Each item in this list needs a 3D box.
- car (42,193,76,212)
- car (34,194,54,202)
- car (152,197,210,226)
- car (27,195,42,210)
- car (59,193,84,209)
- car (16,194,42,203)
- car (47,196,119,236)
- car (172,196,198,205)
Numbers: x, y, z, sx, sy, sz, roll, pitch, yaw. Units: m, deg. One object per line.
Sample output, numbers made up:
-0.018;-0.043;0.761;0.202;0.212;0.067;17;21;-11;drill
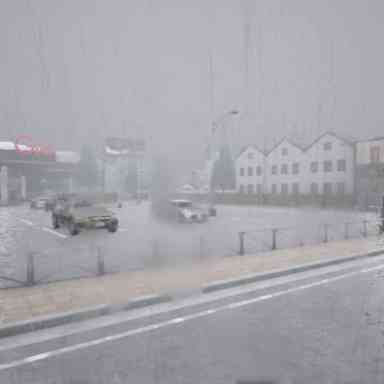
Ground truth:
-13.201;1.130;33.207;1.932;1.855;4.605;0;0;-36;car
-34.166;1.361;76.639;3.866;1.878;1.905;0;0;-36;car
-0.621;1.273;21.227;1.970;1.475;3.806;0;0;-36;car
-18.159;1.393;40.086;1.970;1.475;3.806;0;0;-36;car
-15.097;1.116;41.521;1.905;1.878;3.866;0;0;-36;car
-34.407;1.519;69.511;4.611;1.667;2.242;0;0;-36;car
-5.656;1.180;17.235;2.152;1.636;5.027;0;0;-36;car
-1.262;1.402;55.060;1.837;1.490;4.892;0;0;-35;car
